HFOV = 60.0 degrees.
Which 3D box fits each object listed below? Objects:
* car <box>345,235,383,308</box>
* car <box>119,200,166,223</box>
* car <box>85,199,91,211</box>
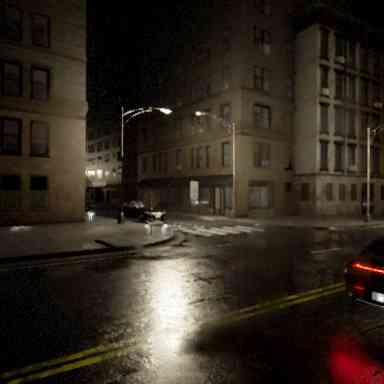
[{"bbox_3d":[5.190,1.554,7.000,4.892,1.490,1.837,0,0,-35],"label":"car"},{"bbox_3d":[-3.751,1.393,24.789,2.128,1.511,4.902,0,1,-37],"label":"car"},{"bbox_3d":[-12.719,1.235,36.712,1.882,1.535,5.008,0,0,-37],"label":"car"}]
